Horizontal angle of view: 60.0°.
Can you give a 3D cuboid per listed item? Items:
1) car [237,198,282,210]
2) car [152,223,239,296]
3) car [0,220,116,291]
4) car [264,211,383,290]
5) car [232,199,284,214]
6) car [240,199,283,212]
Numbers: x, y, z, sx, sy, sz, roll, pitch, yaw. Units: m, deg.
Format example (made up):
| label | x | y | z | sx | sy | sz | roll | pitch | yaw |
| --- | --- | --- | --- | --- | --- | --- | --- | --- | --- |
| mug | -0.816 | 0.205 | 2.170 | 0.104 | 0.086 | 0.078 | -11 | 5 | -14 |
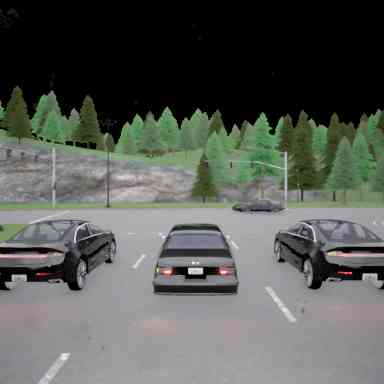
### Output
| label | x | y | z | sx | sy | sz | roll | pitch | yaw |
| --- | --- | --- | --- | --- | --- | --- | --- | --- | --- |
| car | 8.652 | 1.547 | 42.870 | 5.357 | 1.411 | 2.033 | 0 | 0 | -6 |
| car | 0.099 | 1.547 | 8.828 | 2.033 | 1.411 | 5.357 | 0 | 0 | 1 |
| car | -3.401 | 1.491 | 9.009 | 2.128 | 1.511 | 4.902 | 0 | 0 | 0 |
| car | 3.601 | 1.491 | 9.103 | 2.128 | 1.511 | 4.902 | 0 | 0 | 1 |
| car | 7.089 | 1.547 | 35.675 | 5.357 | 1.411 | 2.033 | 0 | 0 | -6 |
| car | 8.135 | 1.525 | 39.264 | 4.674 | 1.442 | 1.812 | 0 | 0 | -6 |
